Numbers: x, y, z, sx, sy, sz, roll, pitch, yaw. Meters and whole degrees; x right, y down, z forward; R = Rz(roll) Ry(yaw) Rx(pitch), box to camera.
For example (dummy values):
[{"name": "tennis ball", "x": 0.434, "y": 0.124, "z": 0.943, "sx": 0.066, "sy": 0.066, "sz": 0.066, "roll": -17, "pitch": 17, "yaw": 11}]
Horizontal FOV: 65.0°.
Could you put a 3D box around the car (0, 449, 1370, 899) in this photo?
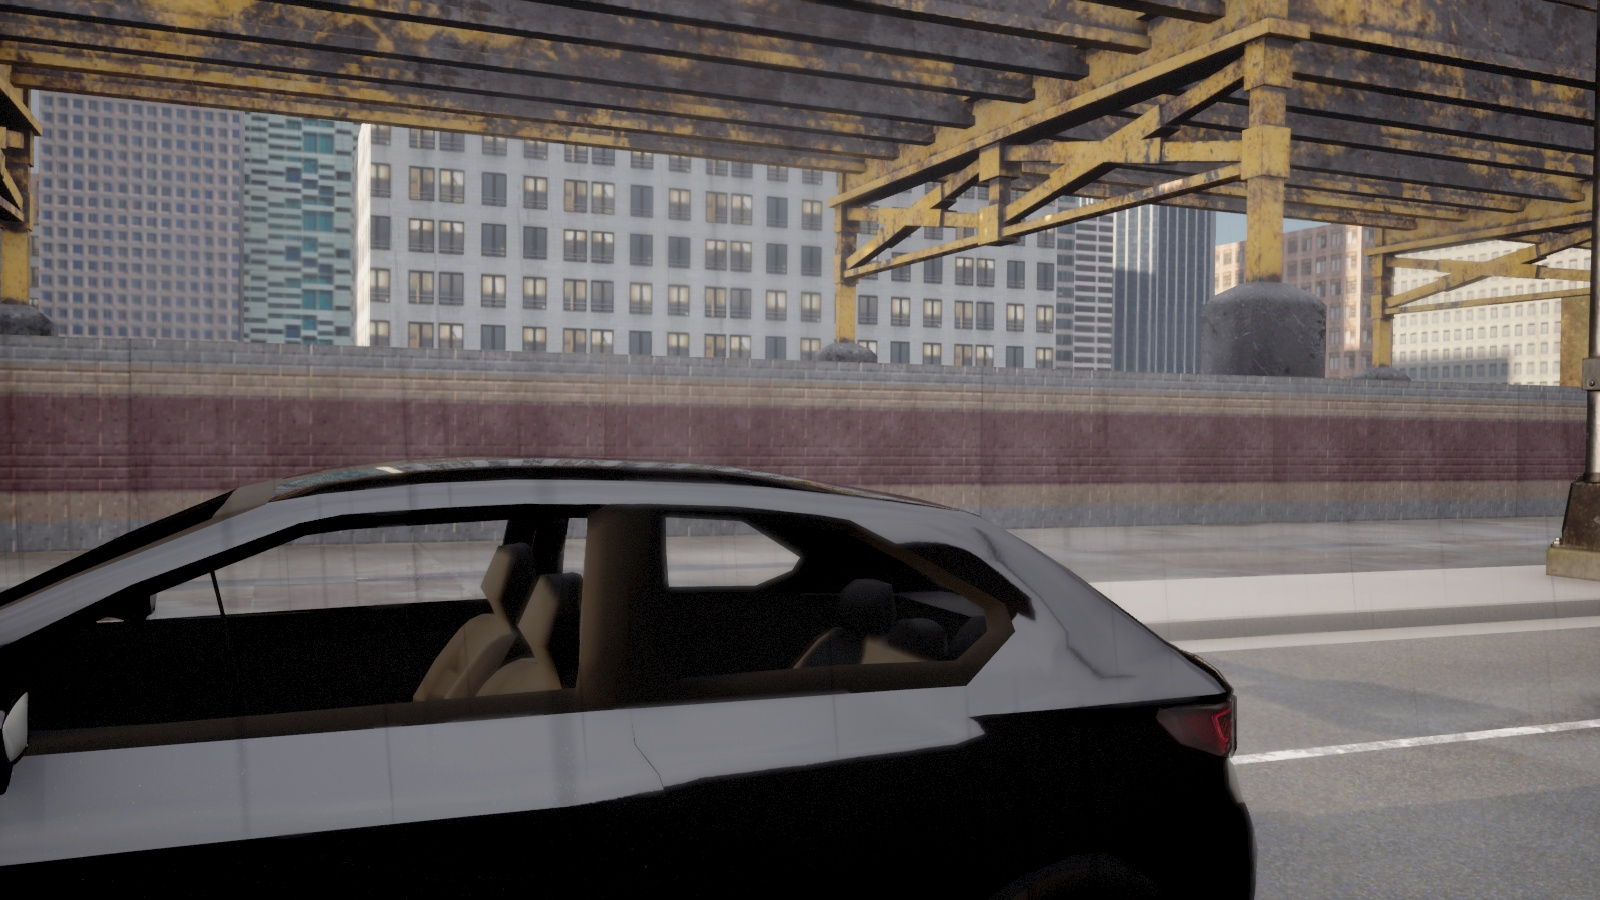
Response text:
[{"name": "car", "x": -1.042, "y": 0.777, "z": 2.843, "sx": 4.193, "sy": 1.474, "sz": 1.816, "roll": -1, "pitch": 1, "yaw": -21}]
